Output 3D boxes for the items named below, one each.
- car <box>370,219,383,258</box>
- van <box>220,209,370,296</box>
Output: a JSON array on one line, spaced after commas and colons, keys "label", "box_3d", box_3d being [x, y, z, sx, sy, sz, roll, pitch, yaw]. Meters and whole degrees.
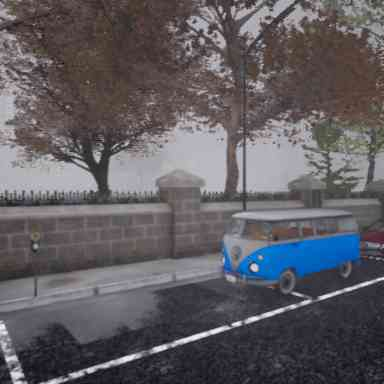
[{"label": "car", "box_3d": [7.136, 1.582, 11.650, 4.206, 1.307, 1.802, 0, 0, -35]}, {"label": "van", "box_3d": [2.552, 1.341, 8.380, 3.998, 1.788, 1.690, 0, 0, -36]}]
